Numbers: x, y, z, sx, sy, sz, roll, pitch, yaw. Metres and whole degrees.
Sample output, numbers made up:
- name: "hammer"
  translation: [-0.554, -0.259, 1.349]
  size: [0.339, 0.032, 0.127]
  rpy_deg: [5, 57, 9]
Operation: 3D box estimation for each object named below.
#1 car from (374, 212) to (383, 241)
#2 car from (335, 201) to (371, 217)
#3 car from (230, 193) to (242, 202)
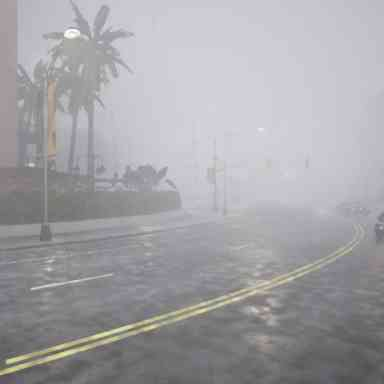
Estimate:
- name: "car"
  translation: [9.891, 1.590, 15.983]
  size: [1.895, 1.301, 4.718]
  rpy_deg: [0, 0, 30]
- name: "car"
  translation: [15.173, 1.529, 31.632]
  size: [2.033, 1.411, 5.357]
  rpy_deg: [0, 0, 9]
- name: "car"
  translation: [10.627, 1.447, 77.820]
  size: [2.097, 1.535, 5.008]
  rpy_deg: [0, 0, 6]
